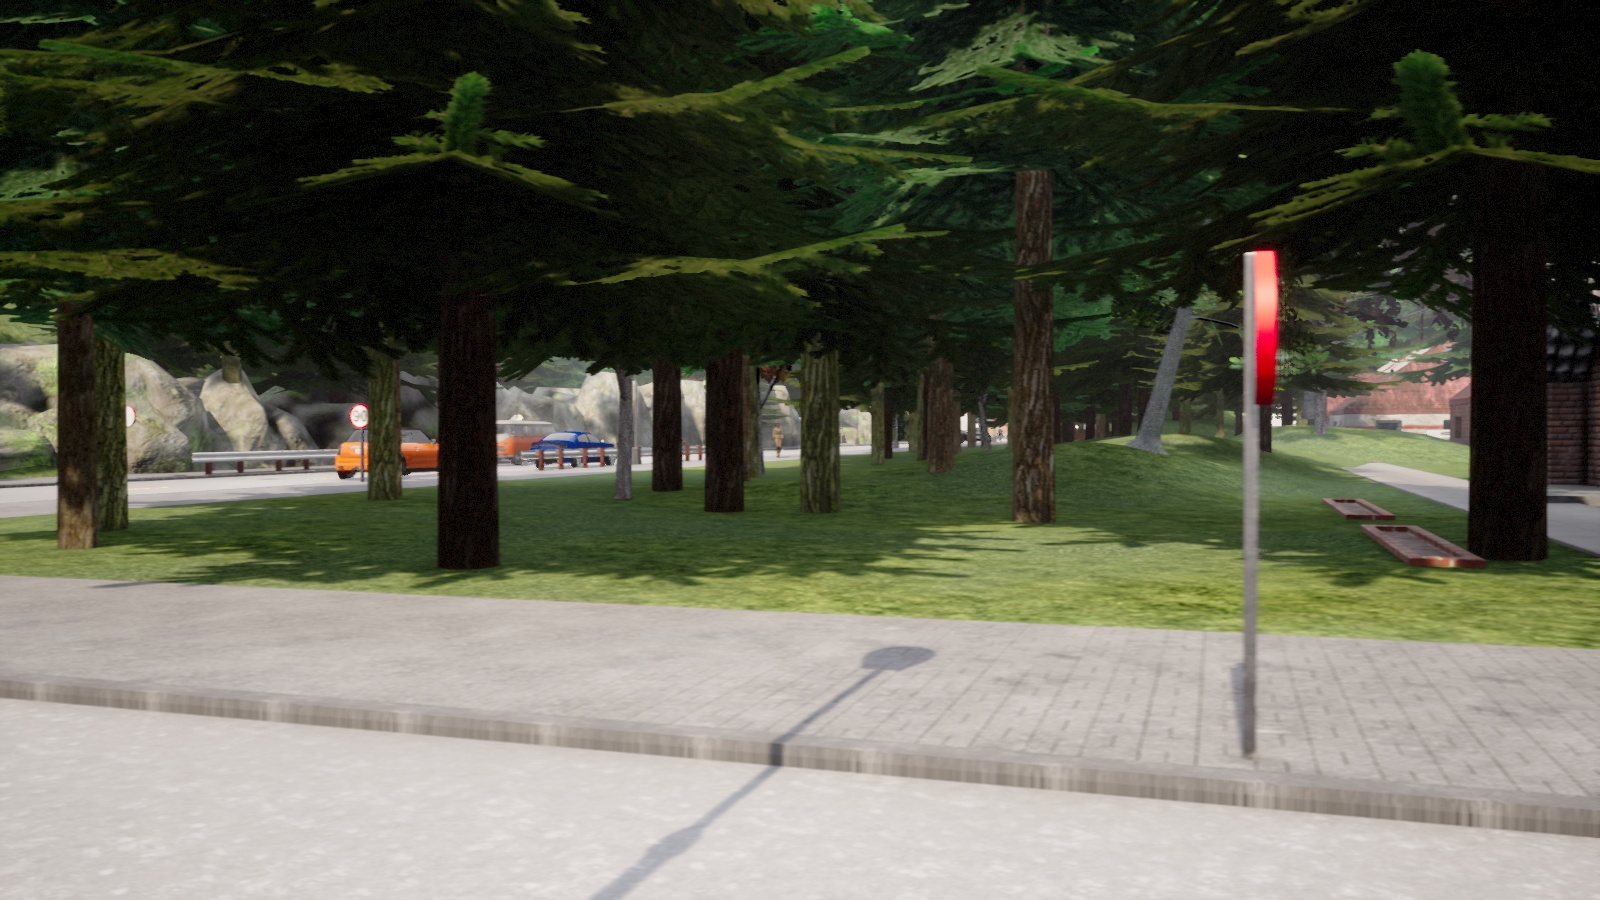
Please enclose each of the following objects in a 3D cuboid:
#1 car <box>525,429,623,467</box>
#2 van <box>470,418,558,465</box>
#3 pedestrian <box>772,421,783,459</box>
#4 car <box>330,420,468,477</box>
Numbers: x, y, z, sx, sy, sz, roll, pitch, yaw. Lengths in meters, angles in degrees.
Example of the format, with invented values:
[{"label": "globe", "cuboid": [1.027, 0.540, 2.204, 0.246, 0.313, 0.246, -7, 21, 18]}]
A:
[{"label": "car", "cuboid": [-9.443, -0.120, 52.877, 1.882, 1.535, 5.008, 1, 1, 18]}, {"label": "van", "cuboid": [-12.674, -0.411, 55.841, 1.775, 1.987, 4.442, 1, 1, 18]}, {"label": "pedestrian", "cuboid": [-1.154, -0.531, 64.212, 0.396, 1.930, 0.692, 0, 1, -13]}, {"label": "car", "cuboid": [-13.174, -0.072, 41.571, 2.097, 1.767, 4.553, 1, 1, 18]}]
